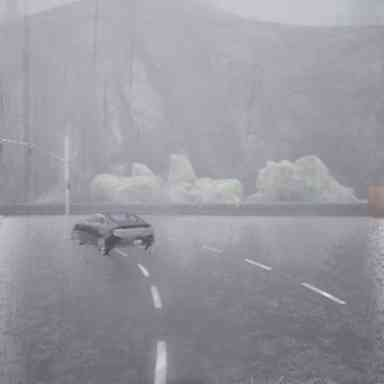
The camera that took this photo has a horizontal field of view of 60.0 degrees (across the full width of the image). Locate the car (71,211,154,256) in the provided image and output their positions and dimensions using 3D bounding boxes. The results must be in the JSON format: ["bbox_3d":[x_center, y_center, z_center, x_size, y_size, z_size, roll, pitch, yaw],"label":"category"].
[{"bbox_3d":[-3.317,1.529,13.396,2.128,1.511,4.902,0,0,-37],"label":"car"}]
